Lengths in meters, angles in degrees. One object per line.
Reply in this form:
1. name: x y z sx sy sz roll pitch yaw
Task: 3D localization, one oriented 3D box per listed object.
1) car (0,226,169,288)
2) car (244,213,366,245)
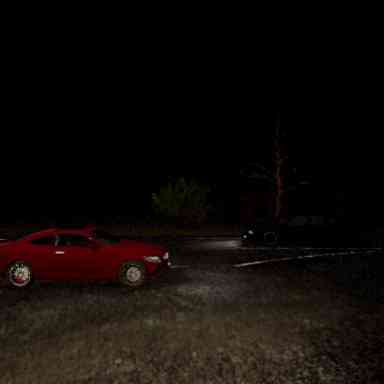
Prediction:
1. car: -2.969 1.686 9.120 4.674 1.442 1.812 -1 -1 2
2. car: 5.216 1.717 15.832 5.357 1.411 2.033 -1 -1 2
